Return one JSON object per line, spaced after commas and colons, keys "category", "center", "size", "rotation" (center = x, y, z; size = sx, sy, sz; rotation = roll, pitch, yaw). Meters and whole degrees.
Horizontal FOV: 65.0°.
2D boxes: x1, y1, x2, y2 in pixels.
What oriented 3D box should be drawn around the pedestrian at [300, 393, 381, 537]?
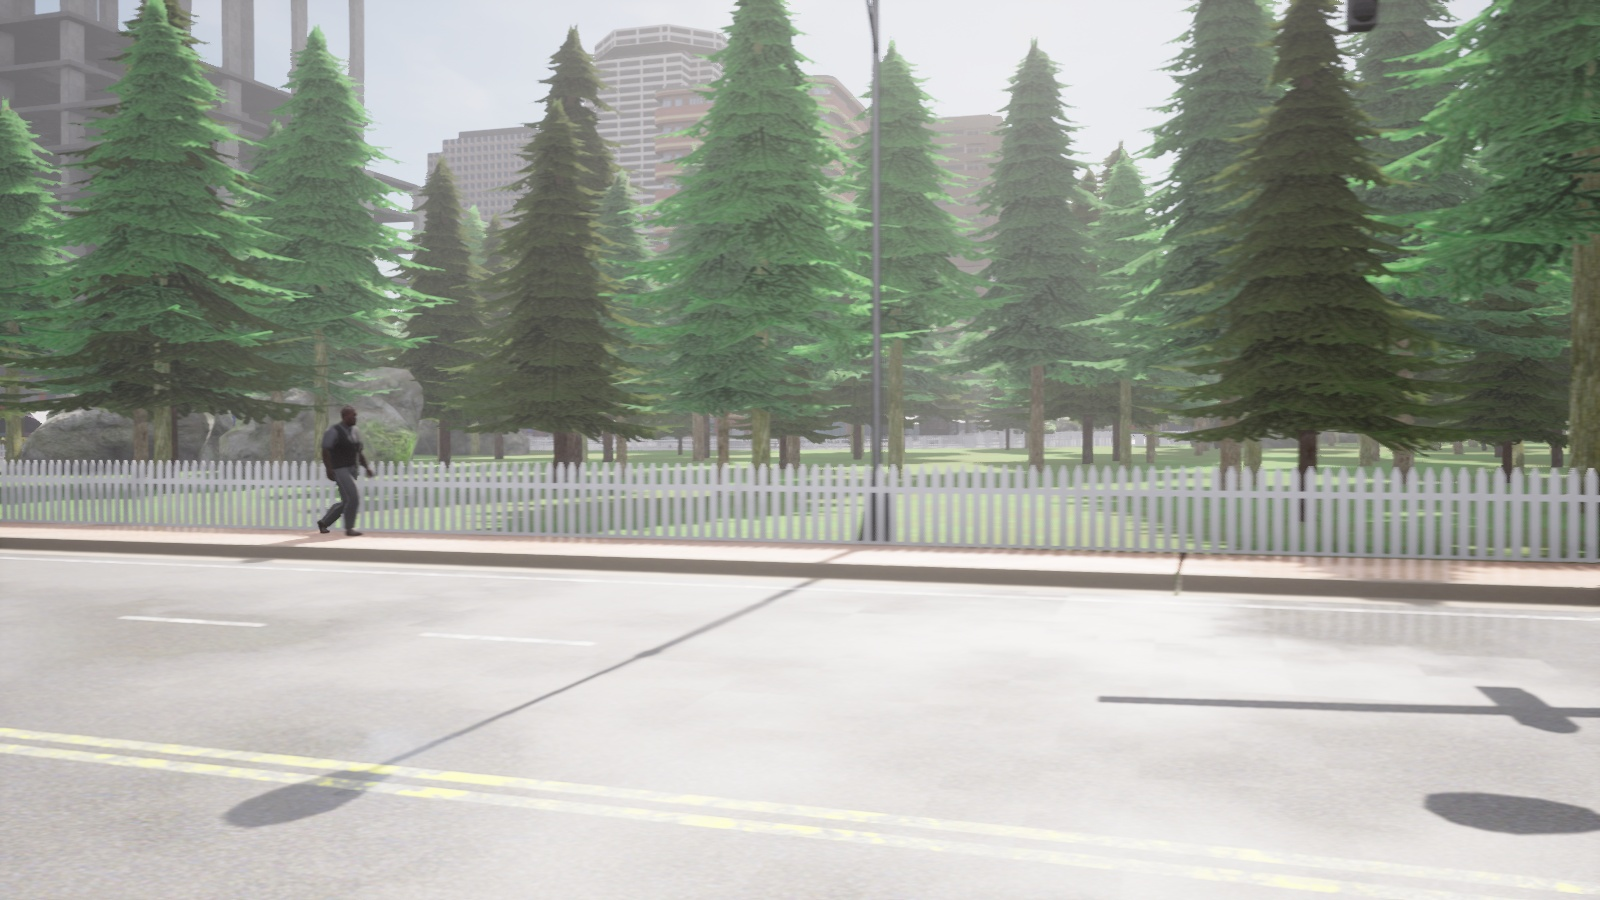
{"category": "pedestrian", "center": [-6.173, 0.191, 16.887], "size": [0.849, 1.883, 0.563], "rotation": [1, 1, 18]}
